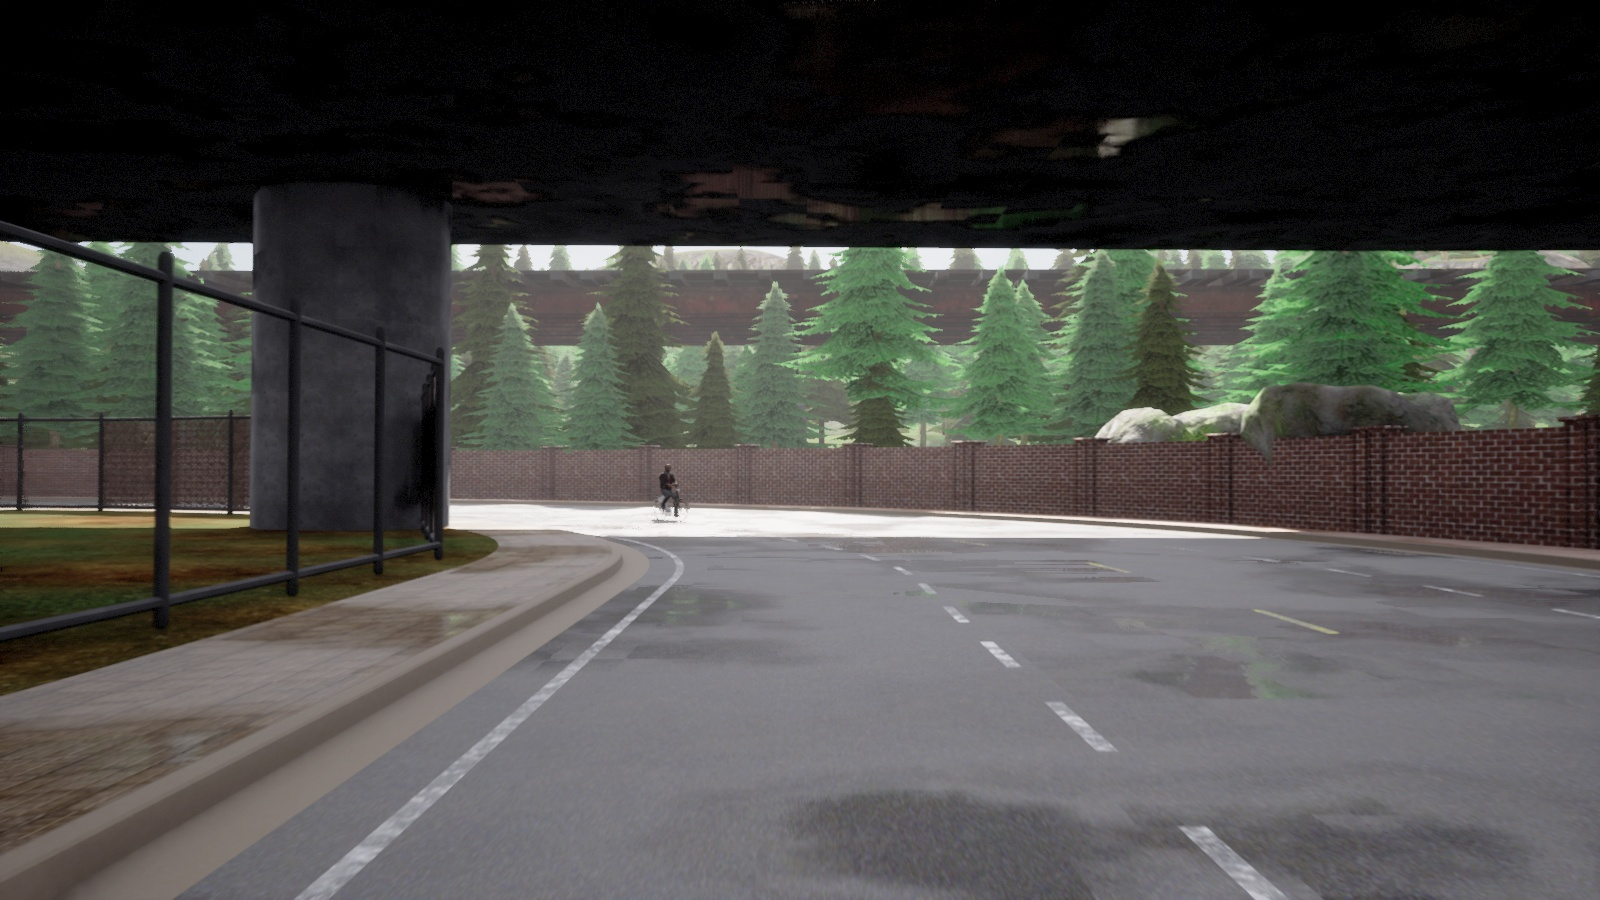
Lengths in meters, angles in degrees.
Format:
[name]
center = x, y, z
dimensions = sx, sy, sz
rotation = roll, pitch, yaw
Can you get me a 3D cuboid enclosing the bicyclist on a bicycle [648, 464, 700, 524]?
[bicyclist on a bicycle]
center = -3.853, 1.342, 38.287
dimensions = 0.659, 1.776, 1.843
rotation = 0, -1, -39
